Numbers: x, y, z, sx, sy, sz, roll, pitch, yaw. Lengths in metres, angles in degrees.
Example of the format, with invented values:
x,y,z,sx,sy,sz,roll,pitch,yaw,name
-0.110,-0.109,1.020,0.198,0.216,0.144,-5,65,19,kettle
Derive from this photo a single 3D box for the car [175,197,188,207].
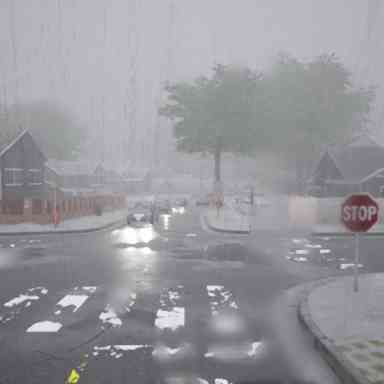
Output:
x,y,z,sx,sy,sz,roll,pitch,yaw,name
-1.794,1.530,50.660,2.128,1.511,4.902,0,0,8,car

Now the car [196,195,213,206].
x,y,z,sx,sy,sz,roll,pitch,yaw,name
1.896,1.626,56.640,1.994,1.385,4.181,0,0,10,car

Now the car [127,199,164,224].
x,y,z,sx,sy,sz,roll,pitch,yaw,name
-3.532,1.496,24.551,2.128,1.511,4.902,0,0,0,car

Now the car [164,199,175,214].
x,y,z,sx,sy,sz,roll,pitch,yaw,name
-3.231,1.520,35.408,1.837,1.490,4.892,0,0,4,car

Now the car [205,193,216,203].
x,y,z,sx,sy,sz,roll,pitch,yaw,name
3.763,1.283,66.407,2.150,2.045,5.566,1,0,13,car
